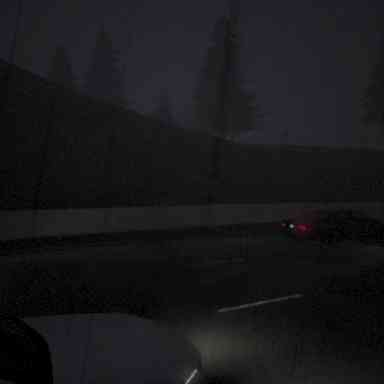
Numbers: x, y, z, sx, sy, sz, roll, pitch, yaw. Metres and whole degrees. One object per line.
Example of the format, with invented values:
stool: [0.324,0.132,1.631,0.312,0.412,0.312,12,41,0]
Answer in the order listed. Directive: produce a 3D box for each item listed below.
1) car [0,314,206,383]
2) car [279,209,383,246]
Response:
car: [-2.016,1.511,2.111,4.674,1.442,1.812,0,0,-35]
car: [6.449,1.429,14.290,5.357,1.411,2.033,0,0,-18]
